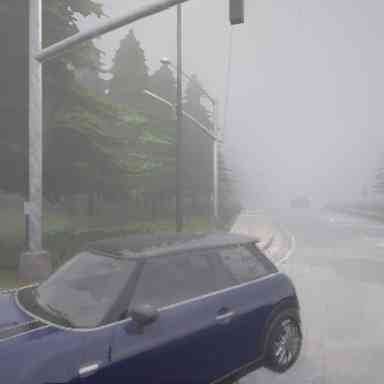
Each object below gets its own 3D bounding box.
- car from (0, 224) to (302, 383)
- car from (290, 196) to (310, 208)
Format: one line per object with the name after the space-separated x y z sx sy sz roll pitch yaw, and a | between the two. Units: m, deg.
-0.713 1.353 3.874 4.553 1.767 2.097 0 0 -41 | car
15.800 1.353 48.846 2.097 1.767 4.553 0 0 8 | car
